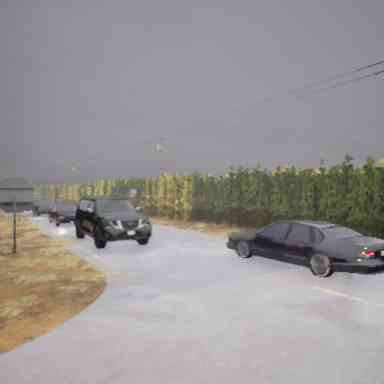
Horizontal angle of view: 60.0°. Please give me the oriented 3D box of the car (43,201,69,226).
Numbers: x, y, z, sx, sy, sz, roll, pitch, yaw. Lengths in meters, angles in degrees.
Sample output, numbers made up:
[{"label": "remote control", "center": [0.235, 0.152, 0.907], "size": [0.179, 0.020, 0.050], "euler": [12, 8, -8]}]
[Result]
[{"label": "car", "center": [-9.158, 1.591, 24.051], "size": [2.033, 1.411, 5.357], "euler": [0, 0, -31]}]

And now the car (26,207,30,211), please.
[{"label": "car", "center": [-19.851, 1.430, 41.368], "size": [2.097, 1.767, 4.553], "euler": [0, 0, -34]}]

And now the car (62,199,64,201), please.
[{"label": "car", "center": [-17.779, 1.644, 44.213], "size": [1.994, 1.385, 4.181], "euler": [0, 0, -34]}]

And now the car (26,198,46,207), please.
[{"label": "car", "center": [-25.645, 1.704, 54.683], "size": [1.895, 1.301, 4.718], "euler": [0, 0, -39]}]

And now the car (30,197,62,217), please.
[{"label": "car", "center": [-14.507, 1.566, 32.936], "size": [1.837, 1.490, 4.892], "euler": [0, 0, -31]}]

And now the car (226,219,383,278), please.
[{"label": "car", "center": [3.372, 1.559, 10.318], "size": [2.033, 1.411, 5.357], "euler": [0, 0, -33]}]

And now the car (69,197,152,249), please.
[{"label": "car", "center": [-3.813, 1.247, 15.315], "size": [2.150, 2.045, 5.566], "euler": [0, 0, -32]}]
